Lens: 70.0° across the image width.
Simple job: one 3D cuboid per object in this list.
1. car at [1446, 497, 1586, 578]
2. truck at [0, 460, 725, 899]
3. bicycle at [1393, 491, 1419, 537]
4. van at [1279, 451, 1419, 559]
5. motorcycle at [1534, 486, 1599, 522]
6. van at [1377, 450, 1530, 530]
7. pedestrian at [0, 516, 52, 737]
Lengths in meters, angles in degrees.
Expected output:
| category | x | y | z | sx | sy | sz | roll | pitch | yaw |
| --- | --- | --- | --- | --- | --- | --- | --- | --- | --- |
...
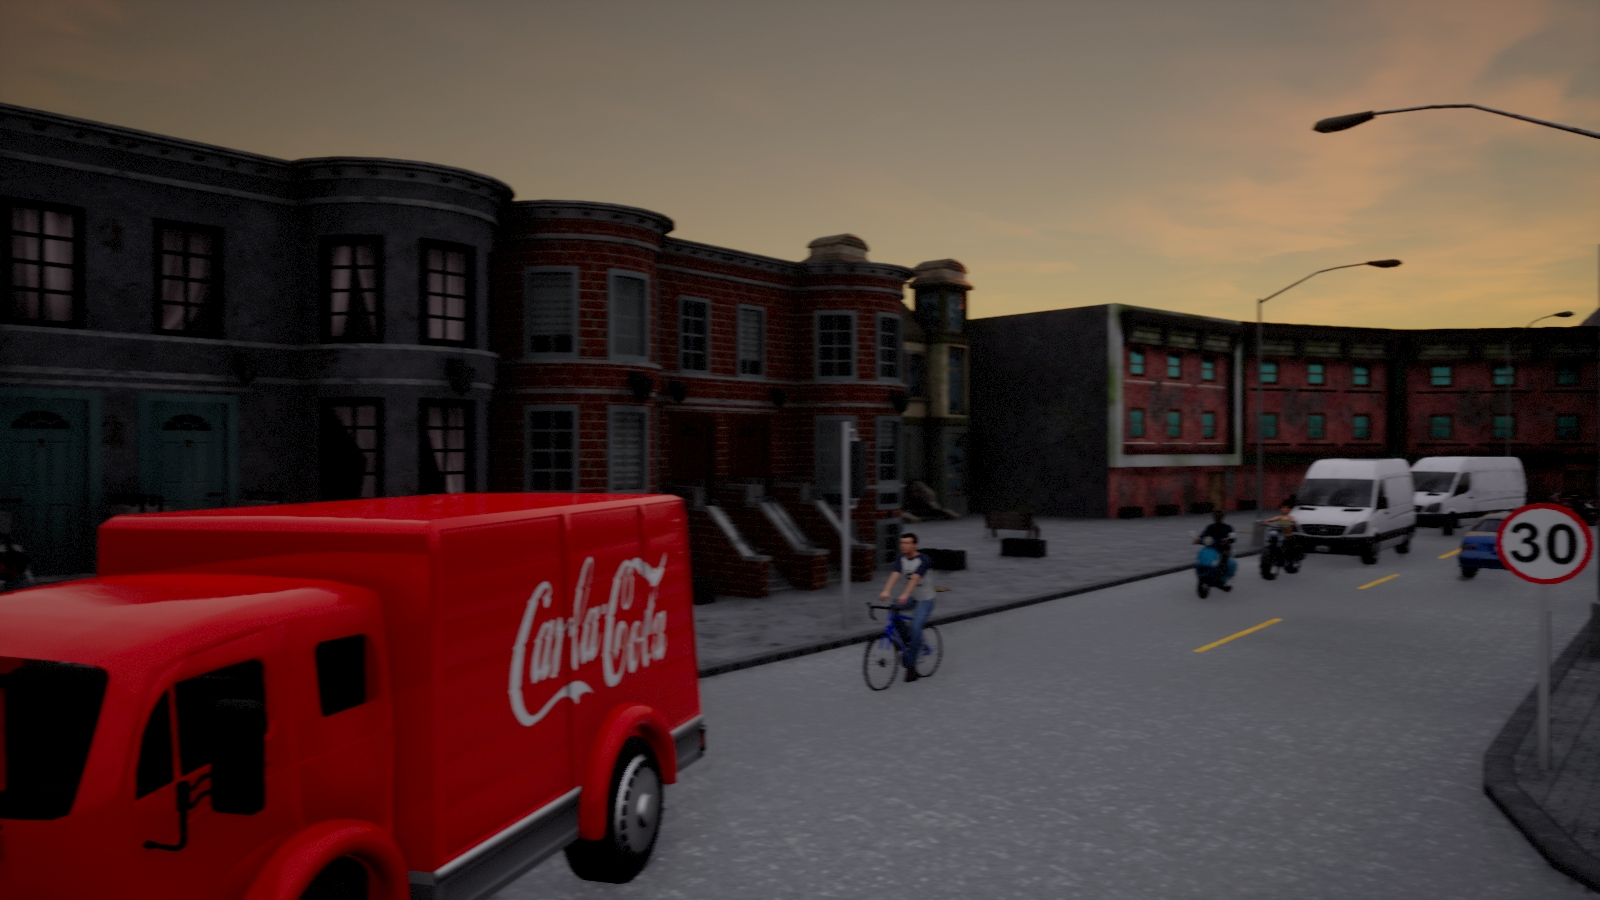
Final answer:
| category | x | y | z | sx | sy | sz | roll | pitch | yaw |
| --- | --- | --- | --- | --- | --- | --- | --- | --- | --- |
| car | 16.191 | 1.870 | 25.701 | 2.033 | 1.411 | 5.357 | 0 | 0 | 39 |
| truck | -2.568 | 1.339 | 6.645 | 2.627 | 2.467 | 5.204 | 0 | 0 | 16 |
| bicycle | 18.365 | 1.916 | 34.614 | 0.373 | 1.296 | 1.643 | 0 | 0 | 40 |
| van | 14.535 | 1.297 | 30.039 | 1.988 | 2.561 | 5.915 | 0 | 0 | 39 |
| motorcycle | 28.202 | 1.961 | 41.747 | 2.209 | 1.251 | 0.867 | 0 | 0 | -2 |
| van | 22.484 | 1.292 | 39.244 | 5.915 | 2.561 | 1.988 | 0 | 0 | -32 |
| pedestrian | -6.803 | 1.523 | 10.033 | 0.375 | 1.860 | 0.375 | 0 | 0 | -36 |
